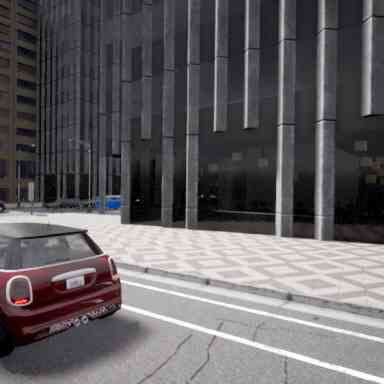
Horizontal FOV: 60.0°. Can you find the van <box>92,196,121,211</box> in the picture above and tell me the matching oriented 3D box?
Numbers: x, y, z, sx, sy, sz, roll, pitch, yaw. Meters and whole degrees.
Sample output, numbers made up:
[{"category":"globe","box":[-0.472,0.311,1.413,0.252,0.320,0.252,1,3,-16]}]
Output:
[{"category":"van","box":[-9.659,1.330,40.257,1.690,1.788,3.998,1,1,36]}]

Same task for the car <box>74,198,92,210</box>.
[{"category":"car","box":[-11.908,1.474,41.704,1.812,1.442,4.674,1,1,36]}]

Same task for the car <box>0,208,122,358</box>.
[{"category":"car","box":[-3.451,1.347,6.140,4.553,1.767,2.097,0,0,35]}]

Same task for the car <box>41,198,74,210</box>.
[{"category":"car","box":[-15.924,1.450,41.595,2.033,1.411,5.357,1,1,36]}]

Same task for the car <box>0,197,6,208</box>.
[{"category":"car","box":[-21.514,1.267,33.773,2.097,1.767,4.553,1,1,35]}]

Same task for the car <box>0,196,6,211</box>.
[{"category":"car","box":[-22.943,1.313,36.421,1.967,1.590,4.097,1,1,36]}]

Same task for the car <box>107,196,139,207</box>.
[{"category":"car","box":[-10.176,1.417,49.564,1.812,1.442,4.674,1,1,36]}]
